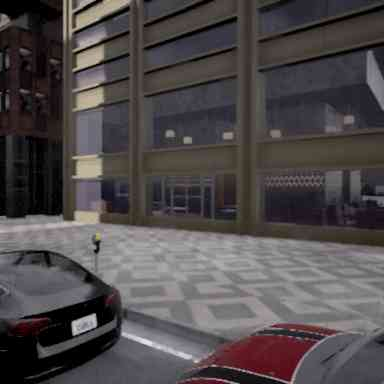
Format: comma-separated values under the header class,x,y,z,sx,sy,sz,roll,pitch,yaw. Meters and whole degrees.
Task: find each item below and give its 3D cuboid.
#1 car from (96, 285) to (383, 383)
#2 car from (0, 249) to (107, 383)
class,x,y,z,sx,sy,sz,roll,pitch,yaw
car,1.628,1.440,1.798,4.097,1.590,1.967,0,0,36
car,-2.932,1.562,5.052,4.313,1.339,1.947,0,0,36
